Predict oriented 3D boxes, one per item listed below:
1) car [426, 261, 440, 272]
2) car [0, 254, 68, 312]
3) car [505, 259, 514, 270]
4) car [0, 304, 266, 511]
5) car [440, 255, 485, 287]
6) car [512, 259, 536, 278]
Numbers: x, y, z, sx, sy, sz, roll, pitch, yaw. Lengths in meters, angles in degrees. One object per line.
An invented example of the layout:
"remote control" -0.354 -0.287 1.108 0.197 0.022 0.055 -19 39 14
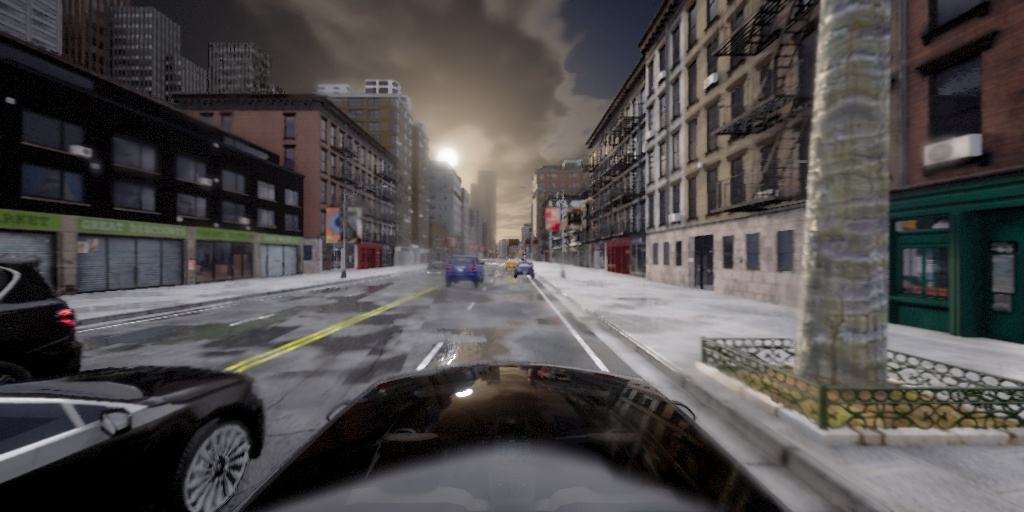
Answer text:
"car" -9.833 1.299 47.380 2.033 1.411 5.357 0 0 0
"car" -6.601 0.971 2.208 2.150 2.045 5.566 0 0 0
"car" -0.006 1.229 53.400 1.882 1.535 5.008 0 0 0
"car" -3.150 1.241 1.286 2.128 1.511 4.902 0 0 0
"car" -3.156 0.976 24.706 2.150 2.045 5.566 0 0 0
"car" 1.130 1.281 33.438 1.812 1.442 4.674 0 0 0
